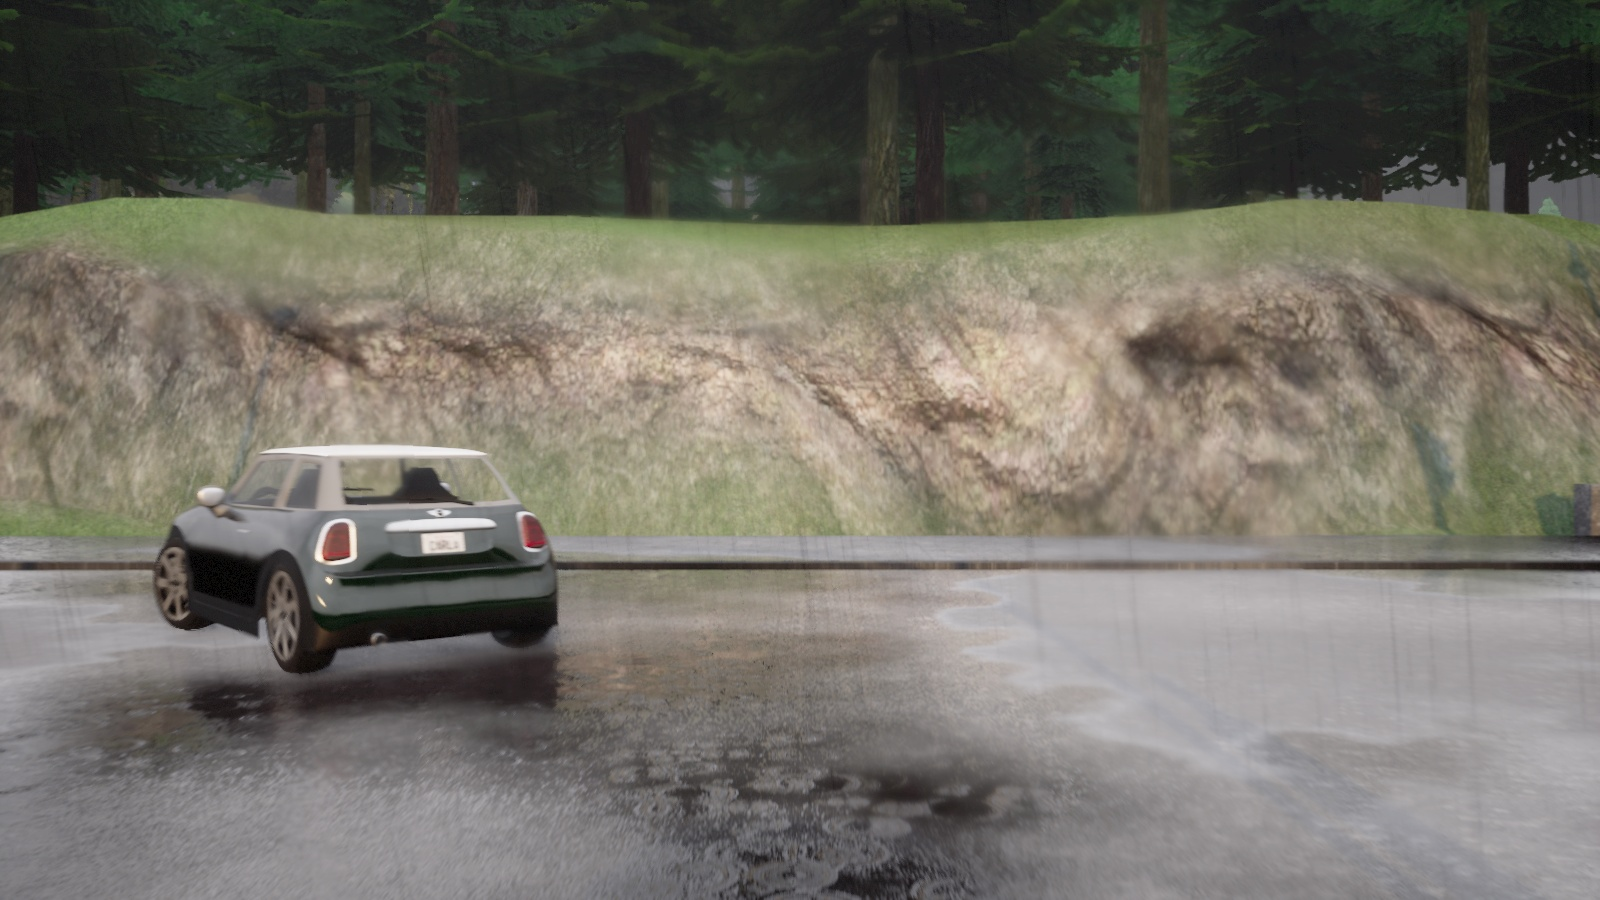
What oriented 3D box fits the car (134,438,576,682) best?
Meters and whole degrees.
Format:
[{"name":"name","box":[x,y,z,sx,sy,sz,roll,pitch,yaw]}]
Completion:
[{"name":"car","box":[-3.566,0.654,9.670,1.970,1.475,3.806,0,0,-41]}]
